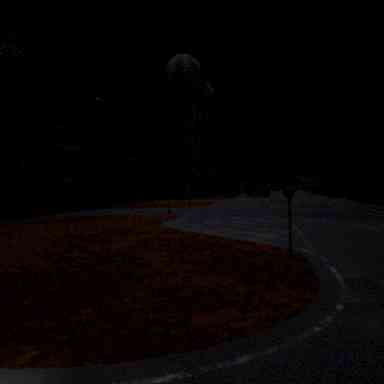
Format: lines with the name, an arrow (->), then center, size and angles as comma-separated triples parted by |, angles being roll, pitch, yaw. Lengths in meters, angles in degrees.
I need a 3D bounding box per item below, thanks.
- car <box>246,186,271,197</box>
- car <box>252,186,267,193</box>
car -> 11.638, 0.199, 58.415 | 4.181, 1.381, 1.994 | -2, 1, 12
car -> 18.395, -0.651, 90.717 | 3.988, 1.617, 1.851 | -2, 1, 12
